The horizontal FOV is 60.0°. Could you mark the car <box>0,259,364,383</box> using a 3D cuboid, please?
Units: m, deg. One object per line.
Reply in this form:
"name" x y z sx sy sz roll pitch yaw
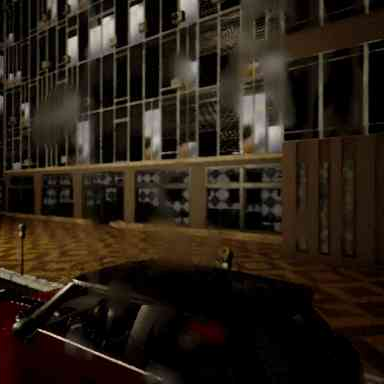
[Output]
"car" -0.592 1.425 3.298 4.097 1.590 1.967 0 0 36
